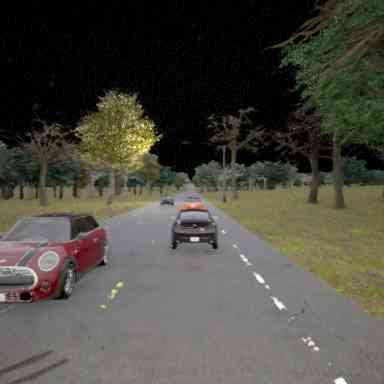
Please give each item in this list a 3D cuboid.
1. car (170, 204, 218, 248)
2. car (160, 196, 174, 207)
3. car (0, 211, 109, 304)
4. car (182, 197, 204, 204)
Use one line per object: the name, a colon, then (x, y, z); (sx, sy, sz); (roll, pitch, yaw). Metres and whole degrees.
car: (0.105, 1.487, 14.680); (1.837, 1.490, 4.892); (0, 0, 0)
car: (-3.569, 1.354, 48.688); (2.033, 1.411, 5.357); (0, 0, 0)
car: (-3.597, 1.351, 8.392); (2.097, 1.767, 4.553); (0, 0, 0)
car: (0.107, 1.267, 31.649); (2.097, 1.767, 4.553); (0, 0, 0)
